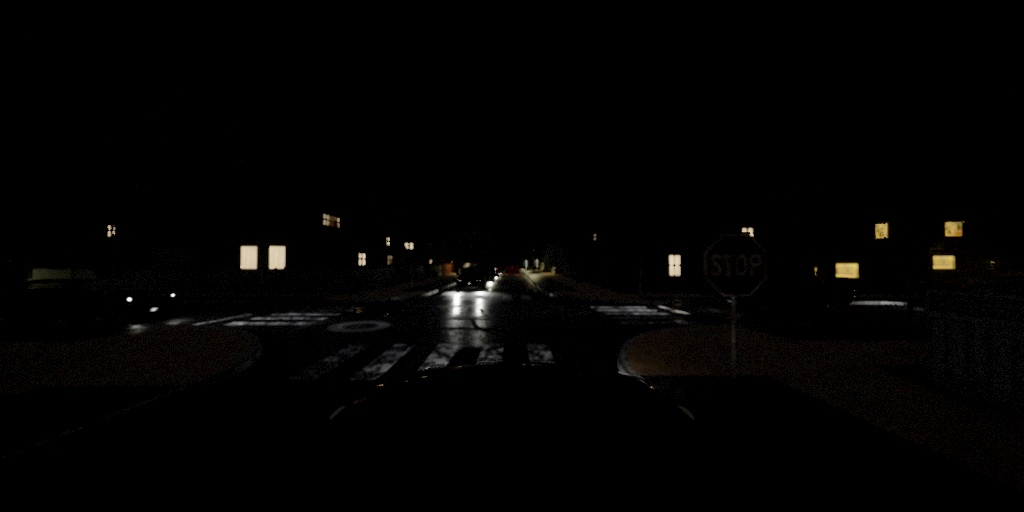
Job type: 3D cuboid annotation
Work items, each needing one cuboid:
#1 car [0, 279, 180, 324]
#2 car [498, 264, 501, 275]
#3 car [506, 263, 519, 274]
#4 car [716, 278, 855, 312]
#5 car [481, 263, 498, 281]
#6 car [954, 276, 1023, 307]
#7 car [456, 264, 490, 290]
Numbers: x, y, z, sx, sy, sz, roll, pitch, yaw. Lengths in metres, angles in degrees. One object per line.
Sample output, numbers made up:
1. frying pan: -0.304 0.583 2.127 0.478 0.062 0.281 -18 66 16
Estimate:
1. car: -13.625 1.383 11.369 4.718 1.301 1.895 0 -1 -3
2. car: -2.820 1.674 45.675 2.097 1.767 4.553 0 -1 0
3. car: 0.073 1.852 56.694 2.097 1.767 4.553 0 -1 1
4. car: 11.274 1.583 15.027 4.718 1.301 1.895 0 -1 -3
5. car: -2.833 1.526 35.683 2.097 1.767 4.553 0 -1 0
6. car: 21.596 1.565 15.357 4.674 1.442 1.812 0 -1 -2
7. car: -2.802 1.542 25.414 1.837 1.490 4.892 0 -1 -1
